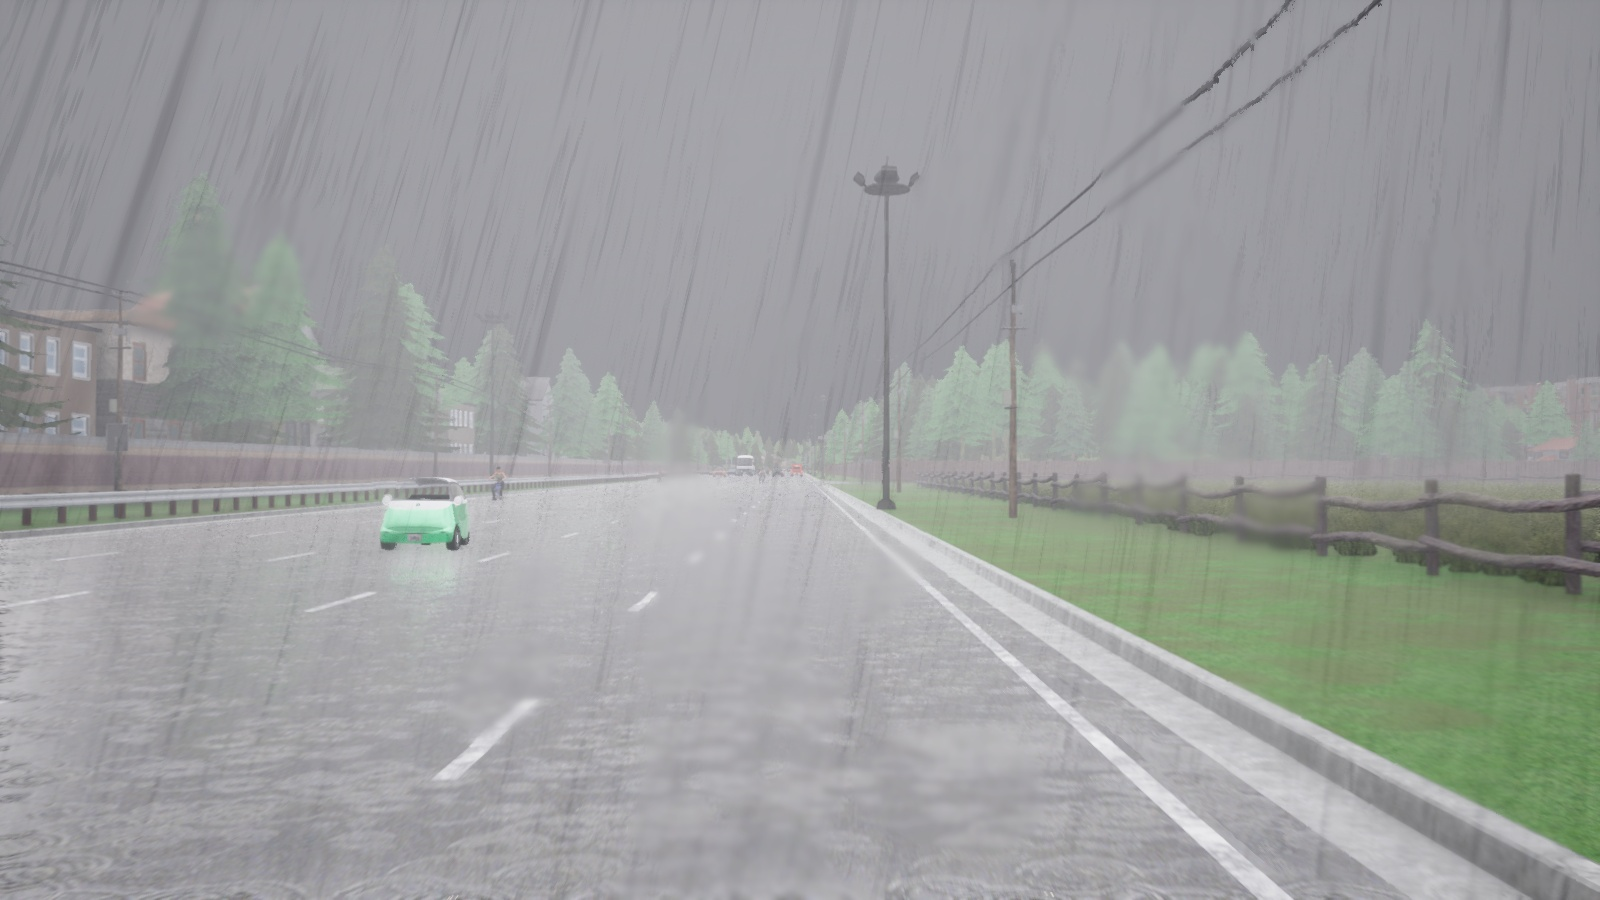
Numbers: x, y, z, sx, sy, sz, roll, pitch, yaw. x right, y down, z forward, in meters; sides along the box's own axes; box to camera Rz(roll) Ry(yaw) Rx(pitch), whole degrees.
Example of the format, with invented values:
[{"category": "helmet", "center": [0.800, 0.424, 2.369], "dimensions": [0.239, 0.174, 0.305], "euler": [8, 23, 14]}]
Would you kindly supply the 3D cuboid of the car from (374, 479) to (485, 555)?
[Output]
[{"category": "car", "center": [-7.058, 1.254, 24.116], "dimensions": [1.481, 1.376, 2.207], "euler": [0, -1, 0]}]
